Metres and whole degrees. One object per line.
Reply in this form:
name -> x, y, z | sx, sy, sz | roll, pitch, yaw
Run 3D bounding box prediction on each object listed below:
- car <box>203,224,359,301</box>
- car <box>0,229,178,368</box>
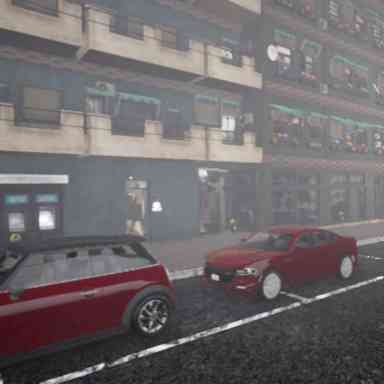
car -> 2.313, 1.517, 8.219 | 4.507, 1.381, 1.887 | 0, -1, -35
car -> -2.317, 1.437, 4.920 | 4.097, 1.590, 1.967 | 0, -1, -35
